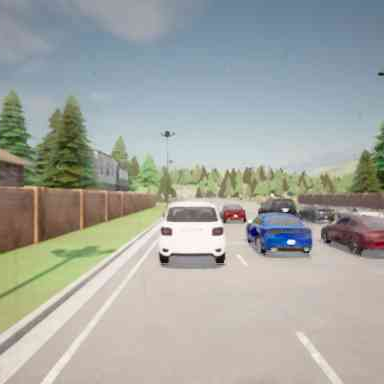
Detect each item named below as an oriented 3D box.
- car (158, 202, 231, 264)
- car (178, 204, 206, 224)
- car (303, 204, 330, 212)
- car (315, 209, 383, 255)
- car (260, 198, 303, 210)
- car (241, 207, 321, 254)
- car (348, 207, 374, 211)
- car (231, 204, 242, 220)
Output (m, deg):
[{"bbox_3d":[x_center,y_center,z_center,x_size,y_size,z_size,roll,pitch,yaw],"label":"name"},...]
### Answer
[{"bbox_3d":[0.014,1.365,12.562,2.150,2.045,5.566,0,0,0],"label":"car"},{"bbox_3d":[0.030,1.809,28.498,2.128,1.511,4.902,0,0,1],"label":"car"},{"bbox_3d":[10.530,1.809,28.492,2.128,1.511,4.902,0,0,1],"label":"car"},{"bbox_3d":[7.031,1.680,13.889,1.812,1.442,4.674,0,0,1],"label":"car"},{"bbox_3d":[7.018,1.530,27.538,2.150,2.045,5.566,0,0,0],"label":"car"},{"bbox_3d":[3.534,1.636,14.235,1.882,1.535,5.008,0,0,1],"label":"car"},{"bbox_3d":[14.026,1.914,28.235,1.895,1.301,4.718,0,-1,1],"label":"car"},{"bbox_3d":[3.537,1.802,29.245,1.882,1.535,5.008,0,0,1],"label":"car"}]
